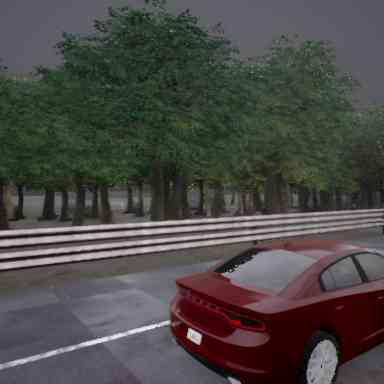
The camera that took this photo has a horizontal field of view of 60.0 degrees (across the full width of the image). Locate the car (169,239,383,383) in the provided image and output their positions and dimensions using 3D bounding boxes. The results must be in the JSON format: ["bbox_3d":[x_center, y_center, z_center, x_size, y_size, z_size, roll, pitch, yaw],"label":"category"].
[{"bbox_3d":[2.040,1.481,5.202,5.008,1.535,1.882,0,0,-36],"label":"car"}]
